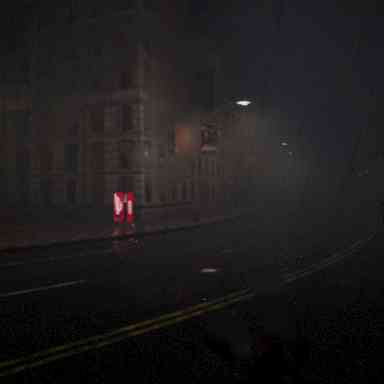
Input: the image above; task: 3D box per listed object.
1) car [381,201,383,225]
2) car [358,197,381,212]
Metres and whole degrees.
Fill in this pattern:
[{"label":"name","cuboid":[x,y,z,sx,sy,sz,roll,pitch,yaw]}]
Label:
[{"label":"car","cuboid":[11.706,1.082,18.110,2.150,2.045,5.566,0,0,29]},{"label":"car","cuboid":[18.798,1.241,35.155,1.882,1.535,5.008,0,0,21]}]
